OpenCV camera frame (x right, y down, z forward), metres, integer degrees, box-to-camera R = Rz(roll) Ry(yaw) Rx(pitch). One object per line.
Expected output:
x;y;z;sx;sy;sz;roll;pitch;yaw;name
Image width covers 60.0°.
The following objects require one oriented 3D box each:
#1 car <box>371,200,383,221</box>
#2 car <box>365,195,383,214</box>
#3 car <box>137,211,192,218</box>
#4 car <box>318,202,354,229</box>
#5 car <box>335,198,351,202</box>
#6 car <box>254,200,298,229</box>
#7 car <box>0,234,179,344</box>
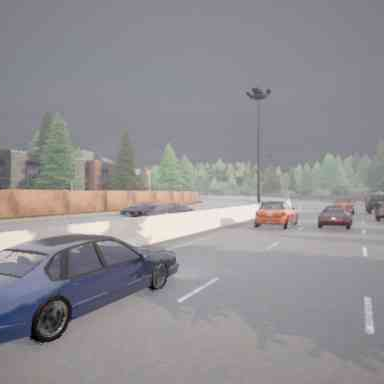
16.057;1.626;27.216;2.033;1.411;5.357;0;0;27;car
20.569;1.329;36.832;2.150;2.045;5.566;0;0;24;car
-1.586;1.588;23.855;1.837;1.490;4.892;0;0;27;car
9.706;1.632;22.441;1.994;1.385;4.181;0;0;27;car
16.351;1.460;35.966;2.097;1.767;4.553;0;0;25;car
5.779;1.423;22.446;2.097;1.767;4.553;0;0;27;car
-2.280;1.572;6.609;2.033;1.411;5.357;0;0;27;car
